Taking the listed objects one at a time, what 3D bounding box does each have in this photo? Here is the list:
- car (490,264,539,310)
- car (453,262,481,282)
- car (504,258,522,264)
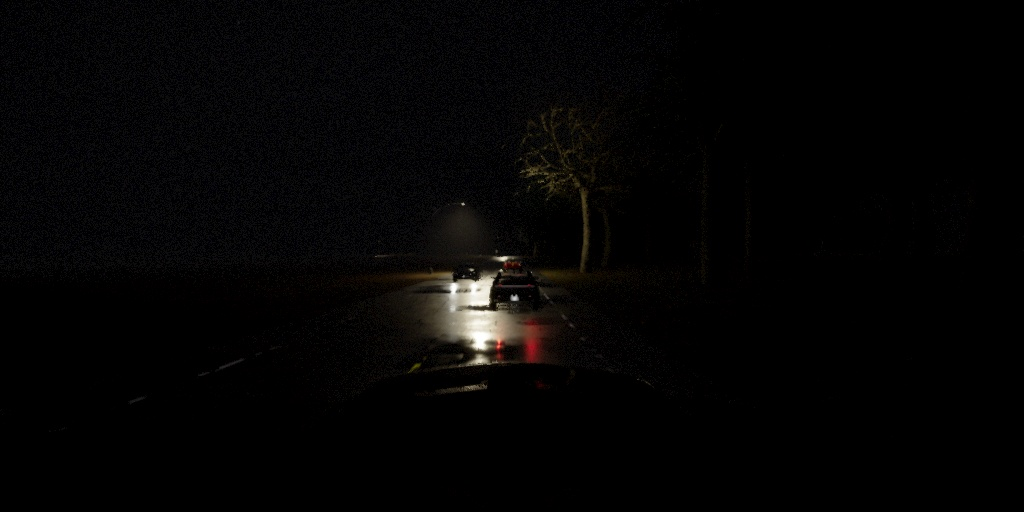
[{"bbox_3d":[0.094,1.287,15.123,2.128,1.511,4.902,0,0,0],"label":"car"},{"bbox_3d":[-3.542,1.257,28.784,1.837,1.490,4.892,0,0,0],"label":"car"},{"bbox_3d":[0.082,1.022,42.759,2.097,1.767,4.553,0,0,0],"label":"car"}]
